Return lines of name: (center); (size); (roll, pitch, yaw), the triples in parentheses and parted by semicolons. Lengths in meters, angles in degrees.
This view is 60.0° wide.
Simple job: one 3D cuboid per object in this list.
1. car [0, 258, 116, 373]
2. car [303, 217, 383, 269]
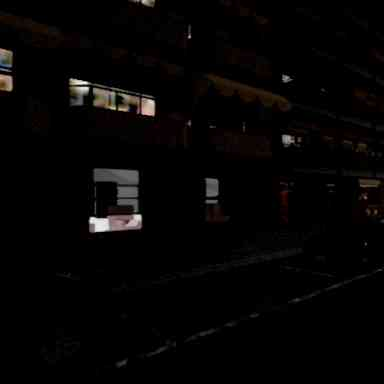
car: (-3.213, 1.619, 4.138); (4.507, 1.381, 1.887); (-1, 1, -39)
car: (5.502, 1.536, 11.075); (4.313, 1.339, 1.947); (-1, 1, -39)
